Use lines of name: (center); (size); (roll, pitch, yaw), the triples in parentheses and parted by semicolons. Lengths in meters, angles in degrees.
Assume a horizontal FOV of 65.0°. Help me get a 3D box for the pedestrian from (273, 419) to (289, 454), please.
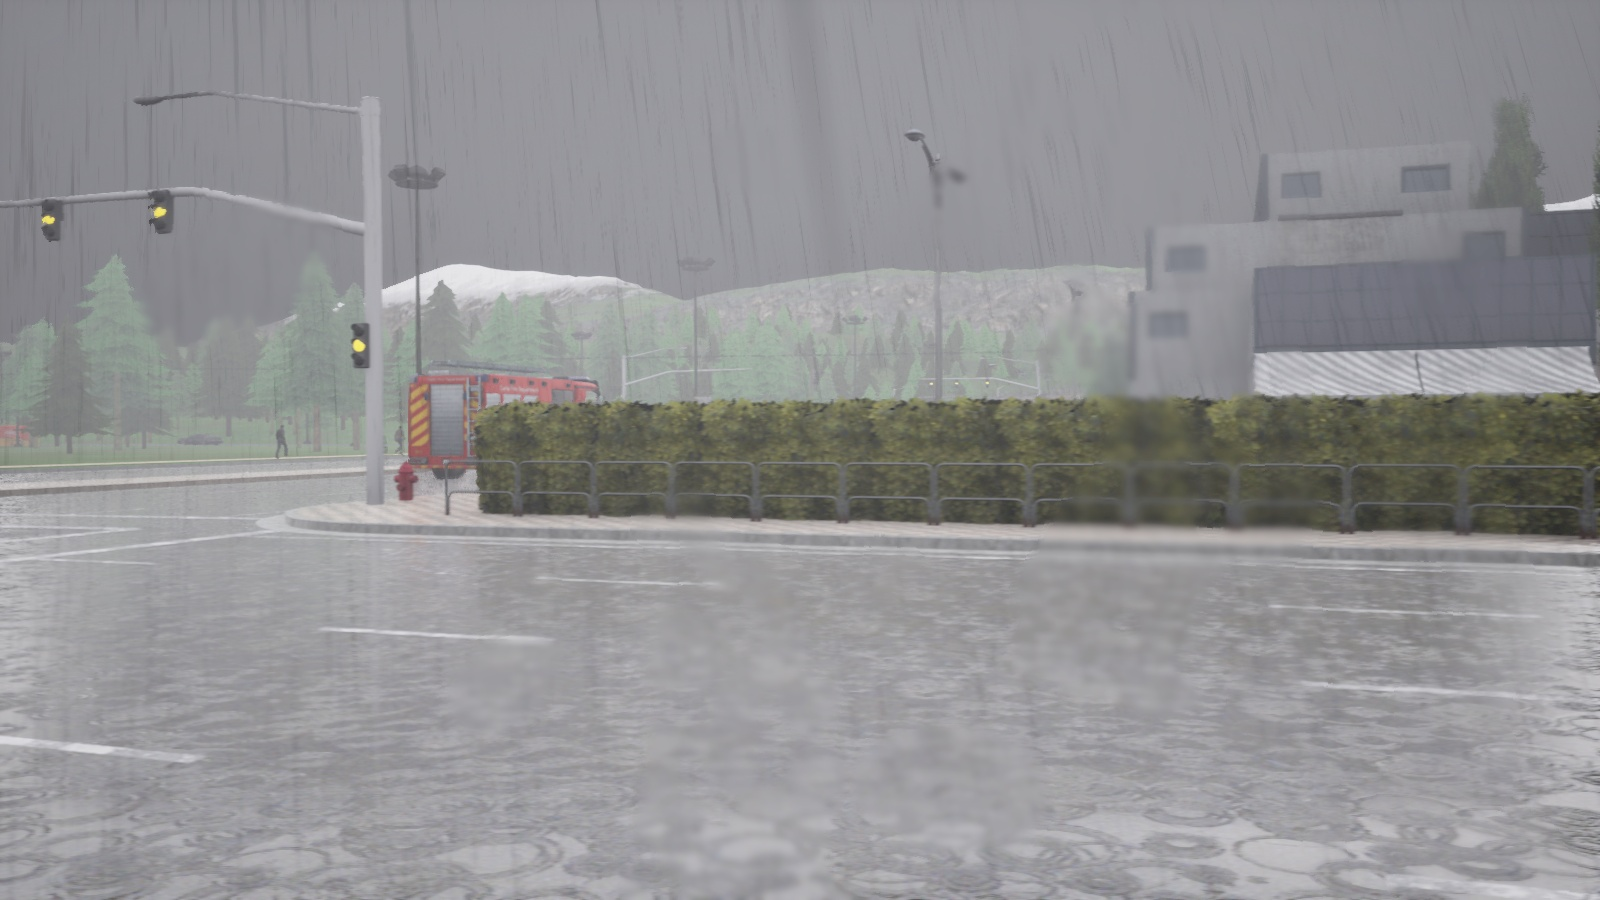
pedestrian: (-27.663, -0.714, 66.938); (0.376, 1.854, 0.720); (1, 1, 18)

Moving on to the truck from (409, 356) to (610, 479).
truck: (-9.794, -1.075, 43.599); (2.891, 3.827, 8.468); (1, 1, 18)
